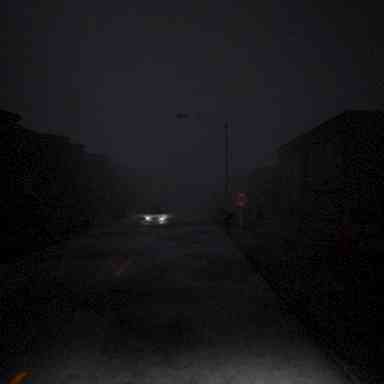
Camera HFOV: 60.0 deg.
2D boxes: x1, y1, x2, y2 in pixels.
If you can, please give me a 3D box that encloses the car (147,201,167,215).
[{"bbox_3d":[-4.023,1.757,38.532,1.882,1.535,5.008,0,-1,0],"label":"car"}]
